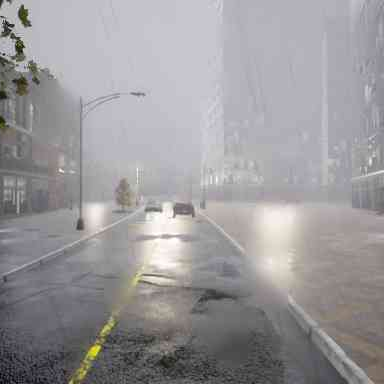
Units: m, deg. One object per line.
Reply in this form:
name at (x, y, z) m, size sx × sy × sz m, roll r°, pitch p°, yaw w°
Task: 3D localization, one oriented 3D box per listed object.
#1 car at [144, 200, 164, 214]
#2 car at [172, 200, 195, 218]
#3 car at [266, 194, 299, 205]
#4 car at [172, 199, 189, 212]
car at (-4.041, 1.549, 35.812) m, size 2.033 × 1.411 × 5.357 m, roll 0°, pitch 0°, yaw -4°
car at (-0.810, 1.483, 30.804) m, size 1.882 × 1.535 × 5.008 m, roll 0°, pitch 0°, yaw -3°
car at (13.957, 1.201, 51.535) m, size 5.009 × 1.841 × 2.192 m, roll 0°, pitch -1°, yaw 15°
car at (-1.490, 1.607, 40.679) m, size 1.895 × 1.301 × 4.718 m, roll 0°, pitch 0°, yaw -4°
